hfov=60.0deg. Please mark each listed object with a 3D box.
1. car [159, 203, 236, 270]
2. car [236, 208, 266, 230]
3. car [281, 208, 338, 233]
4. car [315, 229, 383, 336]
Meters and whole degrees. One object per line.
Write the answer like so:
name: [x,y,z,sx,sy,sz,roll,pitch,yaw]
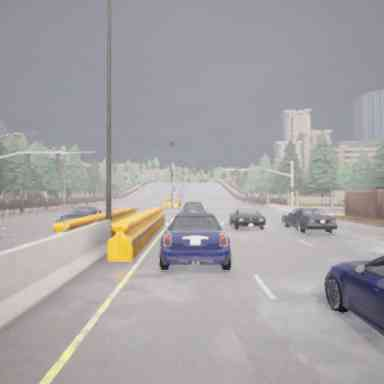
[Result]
car: [0.096,1.425,11.404,2.097,1.767,4.553,0,0,0]
car: [3.592,1.740,22.350,1.895,1.301,4.718,0,0,1]
car: [7.097,1.676,20.576,2.033,1.411,5.357,0,0,0]
car: [3.598,1.557,4.825,1.812,1.442,4.674,0,0,0]
